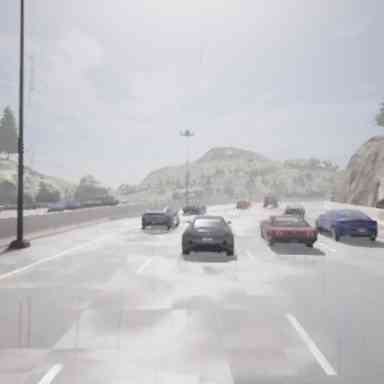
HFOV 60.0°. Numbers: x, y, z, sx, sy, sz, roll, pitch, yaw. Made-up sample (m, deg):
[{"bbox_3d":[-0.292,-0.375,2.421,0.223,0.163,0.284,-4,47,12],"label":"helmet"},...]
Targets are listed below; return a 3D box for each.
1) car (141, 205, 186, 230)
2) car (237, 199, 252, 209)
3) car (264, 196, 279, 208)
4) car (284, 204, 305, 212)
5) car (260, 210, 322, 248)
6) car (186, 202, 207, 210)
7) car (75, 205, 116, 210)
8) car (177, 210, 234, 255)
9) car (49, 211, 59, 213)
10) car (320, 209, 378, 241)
[{"bbox_3d":[-1.989,1.618,22.052,2.128,1.511,4.902,0,0,7],"label":"car"},{"bbox_3d":[8.464,1.853,53.612,1.882,1.535,5.008,0,0,19],"label":"car"},{"bbox_3d":[13.942,1.658,58.431,2.150,2.045,5.566,0,0,20],"label":"car"},{"bbox_3d":[10.418,1.867,33.988,1.895,1.301,4.718,0,0,14],"label":"car"},{"bbox_3d":[4.302,1.721,15.536,1.895,1.301,4.718,0,0,5],"label":"car"},{"bbox_3d":[0.392,1.834,37.608,1.895,1.301,4.718,0,0,15],"label":"car"},{"bbox_3d":[-10.379,1.392,37.065,2.150,2.045,5.566,0,0,12],"label":"car"},{"bbox_3d":[0.702,1.653,13.753,1.994,1.385,4.181,0,0,4],"label":"car"},{"bbox_3d":[-13.968,1.676,36.893,1.812,1.442,4.674,0,0,11],"label":"car"},{"bbox_3d":[8.083,1.632,17.808,1.882,1.535,5.008,0,0,6],"label":"car"}]
